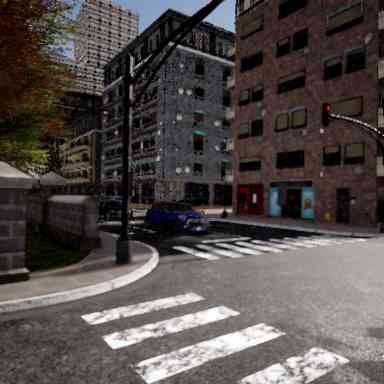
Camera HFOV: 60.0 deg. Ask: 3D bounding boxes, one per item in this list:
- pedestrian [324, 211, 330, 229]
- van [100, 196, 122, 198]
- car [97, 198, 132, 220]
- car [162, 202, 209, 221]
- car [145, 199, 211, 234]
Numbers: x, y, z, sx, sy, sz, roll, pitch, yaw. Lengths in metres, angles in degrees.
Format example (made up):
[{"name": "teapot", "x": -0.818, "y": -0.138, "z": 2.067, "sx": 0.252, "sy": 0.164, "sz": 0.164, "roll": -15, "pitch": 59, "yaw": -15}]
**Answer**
[{"name": "pedestrian", "x": 8.522, "y": 1.749, "z": 20.949, "sx": 0.500, "sy": 1.100, "sz": 0.500, "roll": 2, "pitch": -1, "yaw": -35}, {"name": "van", "x": -9.991, "y": 1.379, "z": 42.628, "sx": 1.690, "sy": 1.788, "sz": 3.998, "roll": 2, "pitch": -1, "yaw": -35}, {"name": "car", "x": -6.605, "y": 1.474, "z": 27.499, "sx": 1.812, "sy": 1.442, "sz": 4.674, "roll": 2, "pitch": -1, "yaw": -35}, {"name": "car", "x": -0.661, "y": 1.629, "z": 29.085, "sx": 1.752, "sy": 1.417, "sz": 4.829, "roll": 2, "pitch": -1, "yaw": -35}, {"name": "car", "x": -0.898, "y": 1.342, "z": 19.235, "sx": 2.097, "sy": 1.767, "sz": 4.553, "roll": 2, "pitch": -1, "yaw": -35}]
